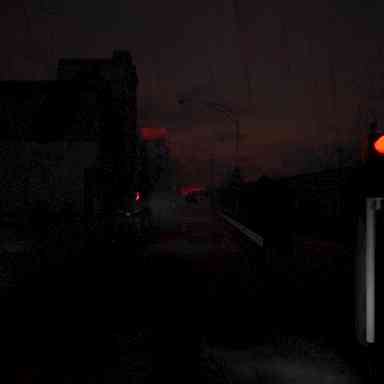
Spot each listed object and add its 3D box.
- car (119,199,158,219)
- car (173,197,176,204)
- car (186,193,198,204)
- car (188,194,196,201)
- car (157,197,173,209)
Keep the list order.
[{"bbox_3d":[-4.743,1.525,29.054,1.812,1.442,4.674,0,0,10],"label":"car"},{"bbox_3d":[-4.093,1.601,64.220,1.895,1.301,4.718,0,0,0],"label":"car"},{"bbox_3d":[-0.053,1.221,66.327,2.150,2.045,5.566,0,0,0],"label":"car"},{"bbox_3d":[-0.064,1.310,76.718,1.882,1.535,5.008,0,0,0],"label":"car"},{"bbox_3d":[-4.130,1.493,45.757,2.128,1.511,4.902,0,0,0],"label":"car"}]
